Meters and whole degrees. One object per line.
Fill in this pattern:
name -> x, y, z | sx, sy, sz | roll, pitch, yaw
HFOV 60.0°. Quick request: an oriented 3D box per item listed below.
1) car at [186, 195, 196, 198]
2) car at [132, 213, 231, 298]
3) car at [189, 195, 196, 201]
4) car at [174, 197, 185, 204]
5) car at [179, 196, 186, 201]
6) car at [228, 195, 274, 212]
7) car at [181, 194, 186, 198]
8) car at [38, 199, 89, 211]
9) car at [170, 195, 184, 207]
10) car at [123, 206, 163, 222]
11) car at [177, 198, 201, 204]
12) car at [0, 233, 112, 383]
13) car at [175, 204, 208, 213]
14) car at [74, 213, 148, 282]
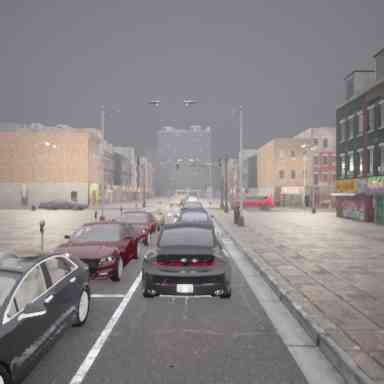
car -> 0.130, 1.634, 65.168 | 1.812, 1.442, 4.674 | 0, 0, 0
car -> -0.071, 1.507, 8.485 | 1.837, 1.490, 4.892 | 0, 0, 1
car -> 0.063, 1.703, 91.614 | 1.837, 1.490, 4.892 | 0, 0, 0
car -> -2.588, 1.672, 69.108 | 2.008, 1.369, 4.403 | 0, 0, 0
car -> -2.573, 1.745, 90.884 | 1.887, 1.381, 4.507 | 0, 0, 0
car -> 7.299, 1.358, 40.963 | 5.566, 2.045, 2.150 | 1, 0, 0
car -> -2.594, 1.403, 58.220 | 2.192, 1.841, 5.009 | 0, 0, 0
car -> -14.627, 1.483, 37.948 | 5.357, 1.411, 2.033 | 0, 0, 2
car -> -2.598, 1.599, 52.607 | 1.752, 1.417, 4.829 | 0, 0, 0
car -> -2.623, 1.551, 15.325 | 1.887, 1.381, 4.507 | 0, 0, 0
car -> 0.041, 1.497, 26.197 | 1.882, 1.535, 5.008 | 0, 0, 0
car -> -2.630, 1.551, 4.337 | 2.008, 1.369, 4.403 | 0, 0, 0
car -> 0.104, 1.533, 15.929 | 1.812, 1.442, 4.674 | 0, 0, 0
car -> -2.626, 1.547, 9.830 | 1.887, 1.381, 4.507 | 0, 0, 0
